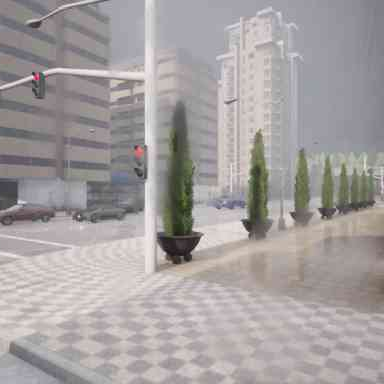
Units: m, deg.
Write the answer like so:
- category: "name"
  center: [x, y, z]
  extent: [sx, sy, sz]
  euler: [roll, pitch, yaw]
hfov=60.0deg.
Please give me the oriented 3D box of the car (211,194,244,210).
- category: "car"
  center: [5.154, 1.278, 44.089]
  extent: [2.150, 2.045, 5.566]
  euler: [0, 0, 34]

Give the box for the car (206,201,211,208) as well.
- category: "car"
  center: [3.930, 1.533, 48.449]
  extent: [1.882, 1.535, 5.008]
  euler: [0, 0, 35]

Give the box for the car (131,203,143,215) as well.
- category: "car"
  center: [-7.062, 1.656, 32.533]
  extent: [1.895, 1.301, 4.718]
  euler: [0, 0, 35]

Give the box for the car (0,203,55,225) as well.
- category: "car"
  center: [-12.475, 1.581, 24.627]
  extent: [1.812, 1.442, 4.674]
  euler: [0, 0, 34]

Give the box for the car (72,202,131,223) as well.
- category: "car"
  center: [-7.206, 1.619, 26.147]
  extent: [1.994, 1.385, 4.181]
  euler: [0, 0, 35]
